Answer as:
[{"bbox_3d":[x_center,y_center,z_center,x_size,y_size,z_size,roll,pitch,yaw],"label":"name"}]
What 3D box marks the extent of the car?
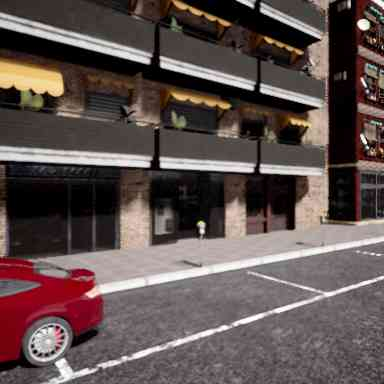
[{"bbox_3d":[-3.243,1.583,4.246,4.206,1.307,1.802,0,0,-35],"label":"car"}]
